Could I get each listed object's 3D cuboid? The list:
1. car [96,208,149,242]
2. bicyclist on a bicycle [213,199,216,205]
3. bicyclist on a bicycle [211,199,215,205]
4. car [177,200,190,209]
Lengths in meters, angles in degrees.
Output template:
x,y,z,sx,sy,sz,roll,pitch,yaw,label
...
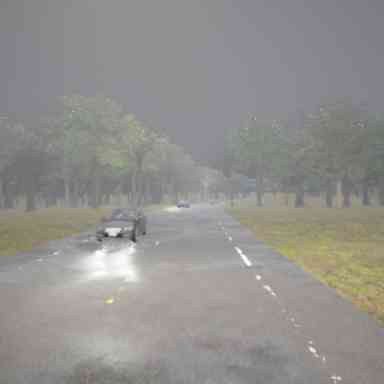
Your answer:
x,y,z,sx,sy,sz,roll,pitch,yaw,label
-3.397,1.595,16.922,2.128,1.511,4.902,0,0,1,car
6.254,2.791,93.285,0.866,1.612,1.509,0,-3,7,bicyclist on a bicycle
5.331,2.601,84.612,0.866,1.612,1.509,0,-1,6,bicyclist on a bicycle
-1.459,2.099,58.330,1.882,1.535,5.008,0,-1,5,car
